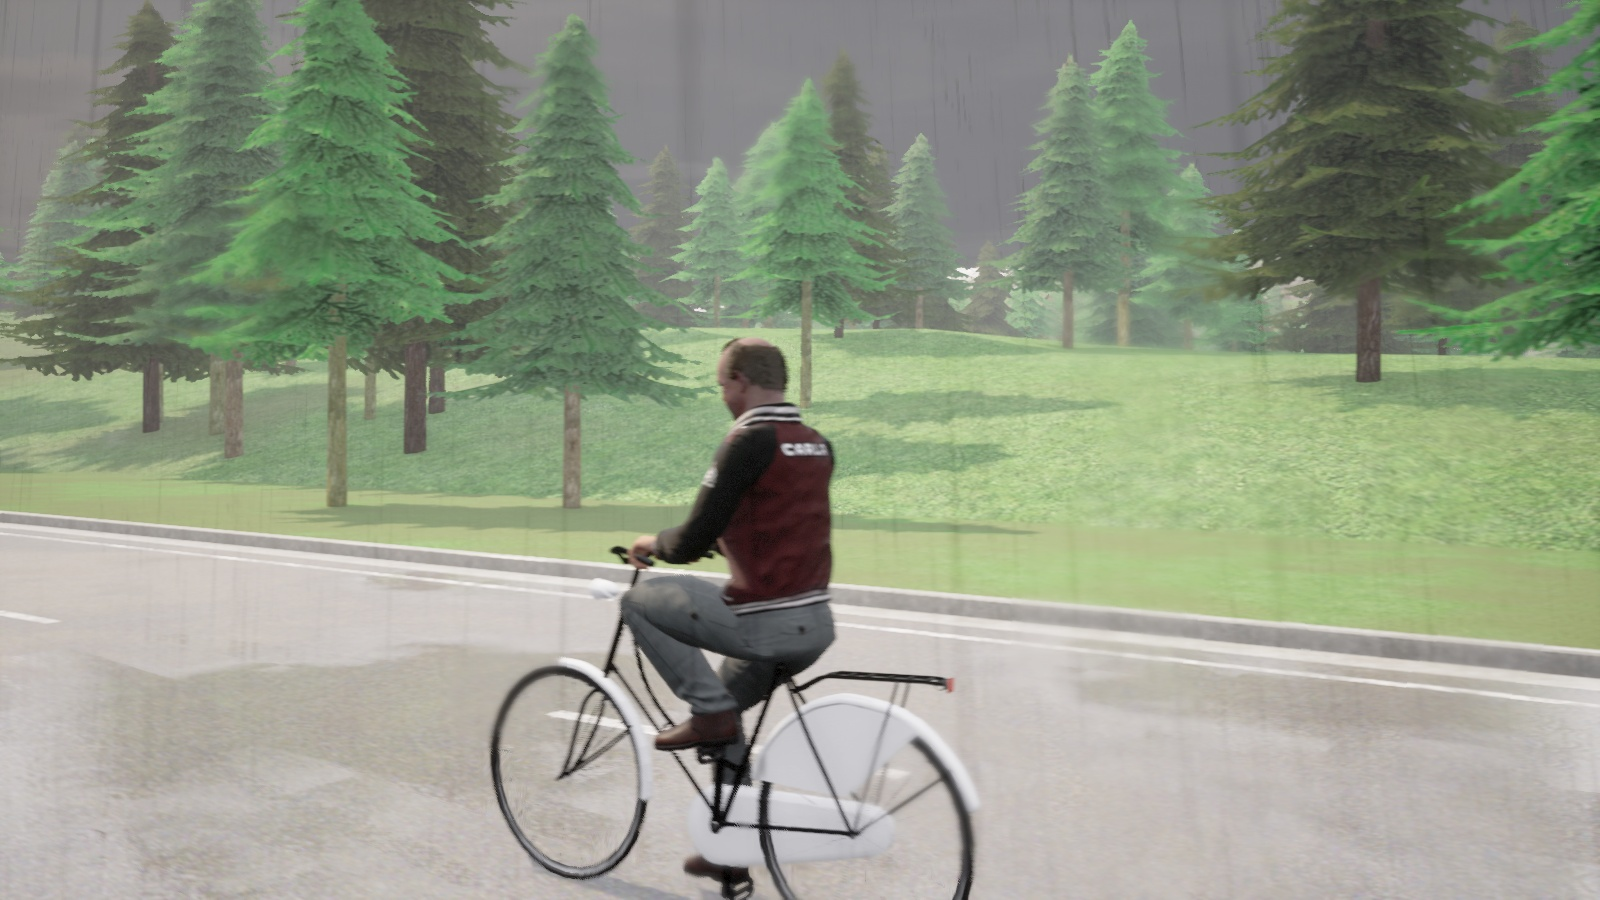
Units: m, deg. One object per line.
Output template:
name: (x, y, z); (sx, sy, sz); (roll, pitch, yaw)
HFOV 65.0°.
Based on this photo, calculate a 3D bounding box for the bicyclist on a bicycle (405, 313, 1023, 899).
bicyclist on a bicycle: (-0.316, 0.553, 3.831); (1.843, 1.776, 0.659); (0, 1, 34)
